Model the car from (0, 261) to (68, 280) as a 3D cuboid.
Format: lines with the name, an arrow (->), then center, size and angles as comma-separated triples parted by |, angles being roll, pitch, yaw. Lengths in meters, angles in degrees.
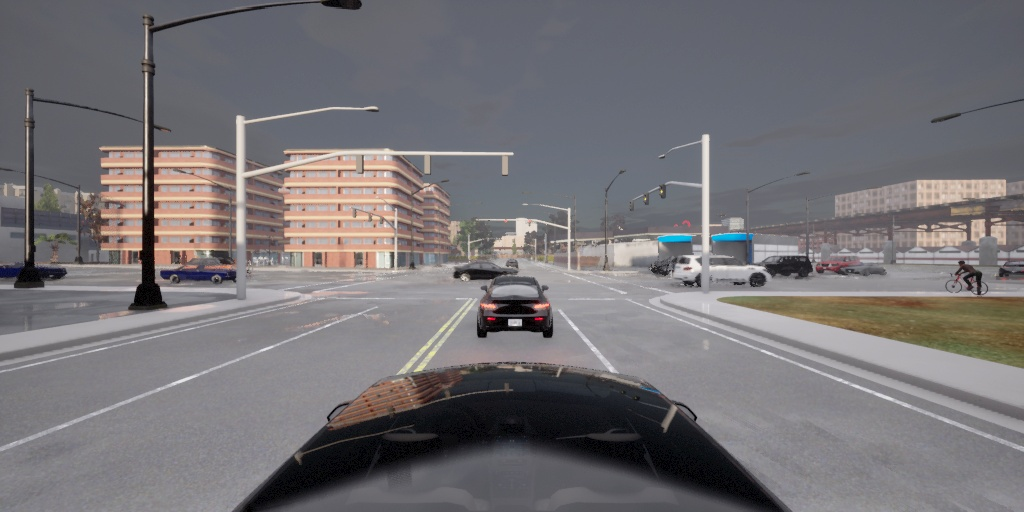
car -> -34.004, 1.019, 24.801 | 4.718, 1.301, 1.895 | 1, 0, 1

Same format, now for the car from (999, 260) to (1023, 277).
car -> 47.797, 1.241, 33.834 | 4.902, 1.511, 2.128 | 0, 0, -30

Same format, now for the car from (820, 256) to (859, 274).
car -> 36.633, 0.972, 40.126 | 5.566, 2.045, 2.150 | 0, 0, -22

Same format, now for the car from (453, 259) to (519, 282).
car -> -1.978, 1.196, 27.334 | 5.008, 1.535, 1.882 | 0, 0, 4

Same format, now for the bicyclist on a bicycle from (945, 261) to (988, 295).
bicyclist on a bicycle -> 21.913, 1.050, 17.313 | 0.582, 1.620, 1.656 | 0, 0, 0

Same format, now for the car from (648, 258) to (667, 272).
car -> 17.194, 0.971, 37.399 | 5.566, 2.045, 2.150 | 0, 0, 1

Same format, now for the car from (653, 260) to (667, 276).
car -> 16.105, 1.314, 33.965 | 4.181, 1.385, 1.994 | 0, 0, 0

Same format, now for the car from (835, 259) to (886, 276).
car -> 35.252, 1.313, 36.032 | 4.181, 1.385, 1.994 | 0, 0, -18

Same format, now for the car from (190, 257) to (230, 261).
car -> -23.018, 0.942, 28.095 | 4.553, 1.767, 2.097 | 1, 0, 1

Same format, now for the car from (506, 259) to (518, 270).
car -> 0.007, 1.255, 54.825 | 1.837, 1.490, 4.892 | 0, 0, 0

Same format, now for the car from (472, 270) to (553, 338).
car -> 0.075, 1.276, 10.079 | 1.812, 1.442, 4.674 | 0, 0, 0

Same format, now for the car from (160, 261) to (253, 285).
car -> -20.958, 1.220, 24.560 | 4.718, 1.301, 1.895 | 1, 0, 2

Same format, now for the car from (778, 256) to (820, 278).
car -> 25.458, 0.971, 34.094 | 5.566, 2.045, 2.150 | 0, 0, -5

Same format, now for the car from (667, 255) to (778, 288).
car -> 13.472, 0.971, 23.257 | 5.566, 2.045, 2.150 | 0, 0, 1
